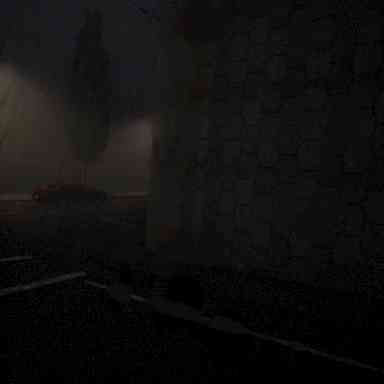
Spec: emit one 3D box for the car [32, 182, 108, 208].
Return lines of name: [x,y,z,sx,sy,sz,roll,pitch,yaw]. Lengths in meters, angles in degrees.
car: [-7.778,0.100,21.780,1.882,1.535,5.008,7,5,35]
